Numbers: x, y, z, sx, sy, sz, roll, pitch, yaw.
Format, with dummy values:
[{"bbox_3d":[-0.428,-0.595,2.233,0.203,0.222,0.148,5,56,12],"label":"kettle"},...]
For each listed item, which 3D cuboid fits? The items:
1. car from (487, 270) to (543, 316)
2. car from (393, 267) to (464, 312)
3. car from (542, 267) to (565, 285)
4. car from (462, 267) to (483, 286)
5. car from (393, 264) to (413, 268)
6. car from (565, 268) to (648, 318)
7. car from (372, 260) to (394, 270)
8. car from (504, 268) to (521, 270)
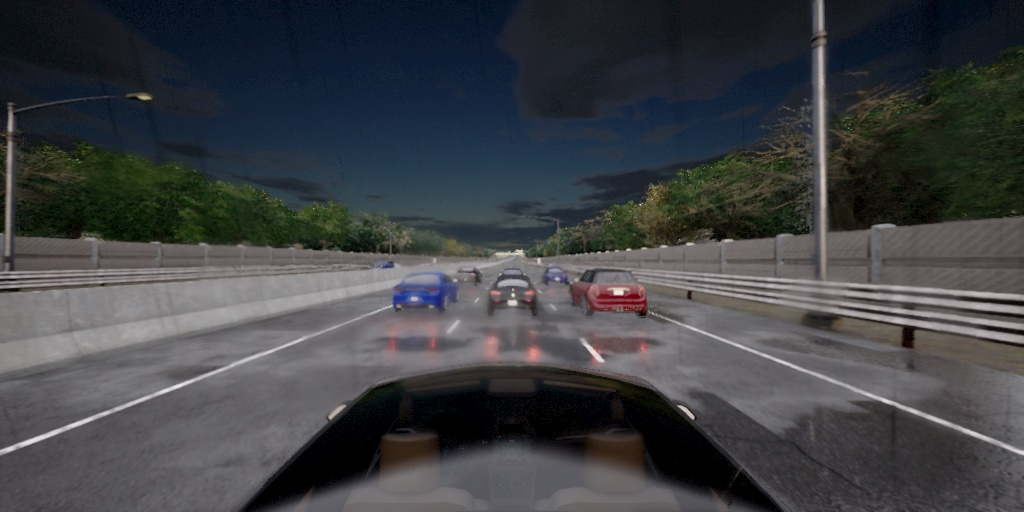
[{"bbox_3d":[0.049,1.437,14.186,1.812,1.442,4.674,0,-1,0],"label":"car"},{"bbox_3d":[-3.446,1.402,15.162,1.882,1.535,5.008,0,-1,0],"label":"car"},{"bbox_3d":[3.559,1.641,29.817,1.812,1.442,4.674,0,-1,0],"label":"car"},{"bbox_3d":[-3.449,1.599,29.084,2.128,1.511,4.902,0,-1,1],"label":"car"},{"bbox_3d":[-17.526,2.119,59.295,1.895,1.301,4.718,0,-1,1],"label":"car"},{"bbox_3d":[3.549,1.259,13.990,2.097,1.767,4.553,0,-1,1],"label":"car"},{"bbox_3d":[-21.020,1.737,59.099,2.150,2.045,5.566,0,-1,1],"label":"car"},{"bbox_3d":[0.029,1.626,26.942,2.033,1.411,5.357,0,-1,1],"label":"car"}]
